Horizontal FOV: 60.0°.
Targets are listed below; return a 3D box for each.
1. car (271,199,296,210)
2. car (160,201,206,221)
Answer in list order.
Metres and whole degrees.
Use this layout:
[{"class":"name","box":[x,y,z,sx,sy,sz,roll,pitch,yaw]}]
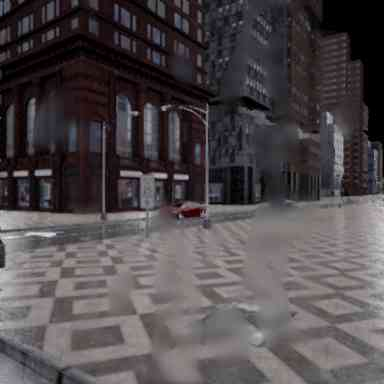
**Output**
[{"class":"car","box":[13.187,1.731,47.620,2.033,1.411,5.357,1,0,36]},{"class":"car","box":[-0.679,1.551,28.383,1.882,1.535,5.008,1,0,36]}]
